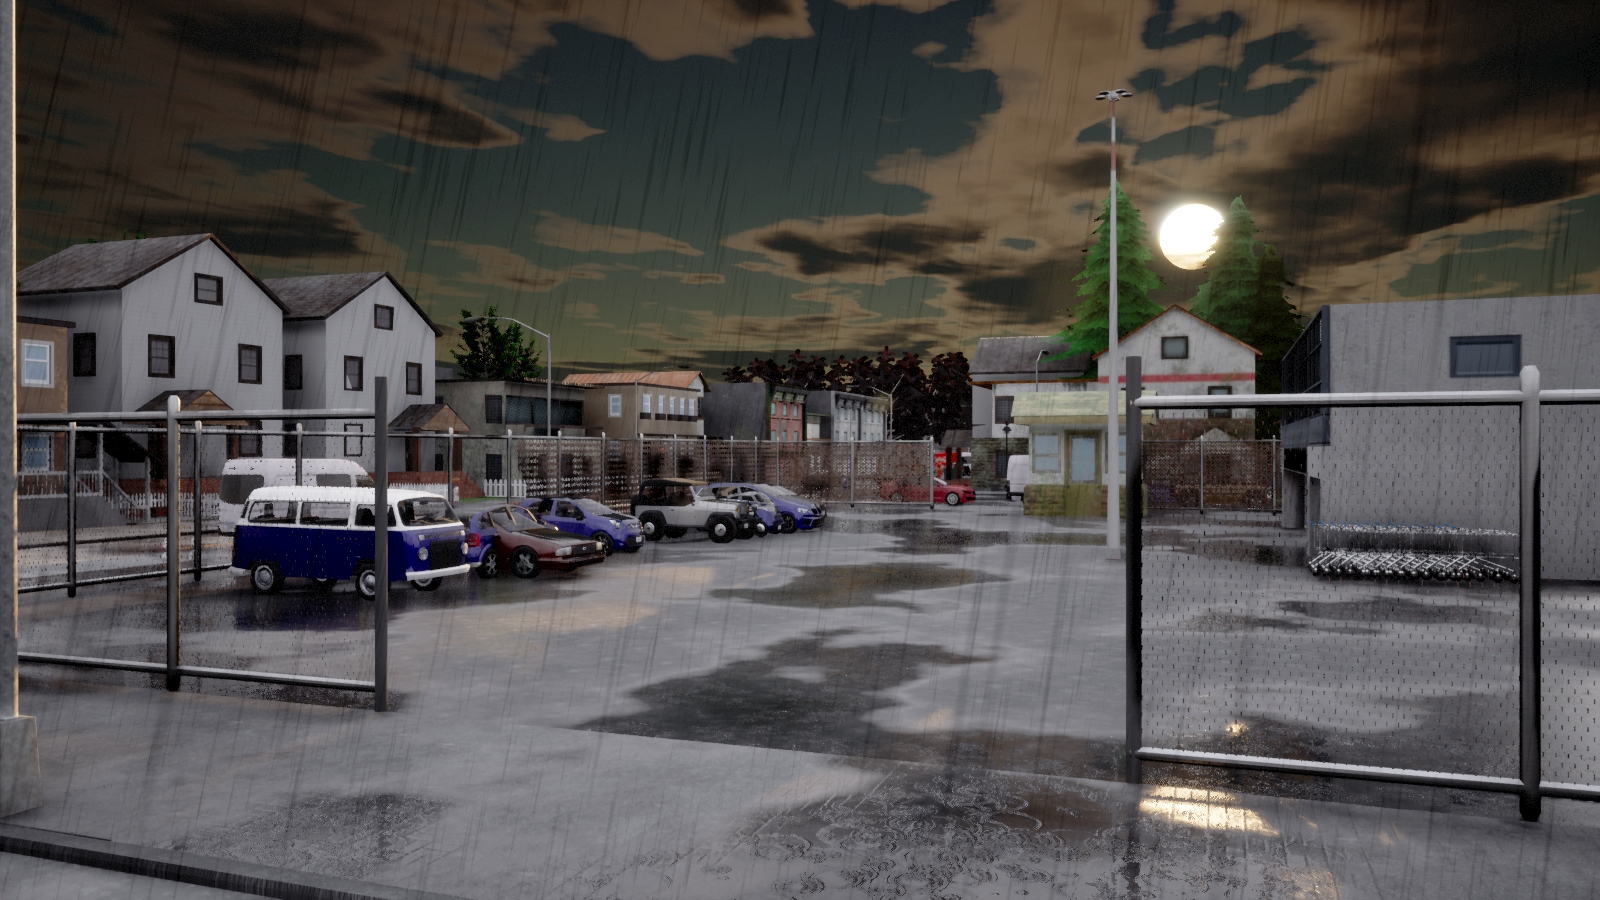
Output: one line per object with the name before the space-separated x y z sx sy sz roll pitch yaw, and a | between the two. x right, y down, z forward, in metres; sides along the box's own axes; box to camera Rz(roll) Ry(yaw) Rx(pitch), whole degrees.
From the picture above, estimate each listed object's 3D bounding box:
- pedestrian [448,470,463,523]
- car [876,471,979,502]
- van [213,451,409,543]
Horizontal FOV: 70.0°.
pedestrian | -12.191 1.633 40.386 0.375 1.860 0.375 0 0 11
car | 6.523 1.843 58.394 4.892 1.480 2.231 0 0 19
van | -14.714 1.318 34.854 1.988 2.561 5.915 0 0 20
